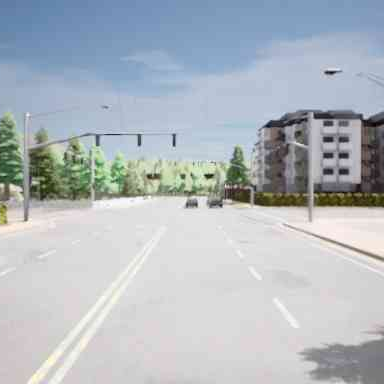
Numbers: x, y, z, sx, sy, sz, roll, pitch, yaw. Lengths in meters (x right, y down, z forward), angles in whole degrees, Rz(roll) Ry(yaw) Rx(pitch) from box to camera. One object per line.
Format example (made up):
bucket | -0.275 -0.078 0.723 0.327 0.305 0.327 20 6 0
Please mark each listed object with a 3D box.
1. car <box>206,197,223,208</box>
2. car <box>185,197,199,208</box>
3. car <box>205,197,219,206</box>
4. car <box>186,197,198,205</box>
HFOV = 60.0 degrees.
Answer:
car | 3.492 1.542 48.565 1.837 1.490 4.892 0 0 0
car | -0.008 1.529 48.950 2.128 1.511 4.902 0 0 0
car | 3.490 1.593 58.955 2.033 1.411 5.357 0 0 0
car | -0.010 1.646 59.027 1.895 1.301 4.718 0 0 0
